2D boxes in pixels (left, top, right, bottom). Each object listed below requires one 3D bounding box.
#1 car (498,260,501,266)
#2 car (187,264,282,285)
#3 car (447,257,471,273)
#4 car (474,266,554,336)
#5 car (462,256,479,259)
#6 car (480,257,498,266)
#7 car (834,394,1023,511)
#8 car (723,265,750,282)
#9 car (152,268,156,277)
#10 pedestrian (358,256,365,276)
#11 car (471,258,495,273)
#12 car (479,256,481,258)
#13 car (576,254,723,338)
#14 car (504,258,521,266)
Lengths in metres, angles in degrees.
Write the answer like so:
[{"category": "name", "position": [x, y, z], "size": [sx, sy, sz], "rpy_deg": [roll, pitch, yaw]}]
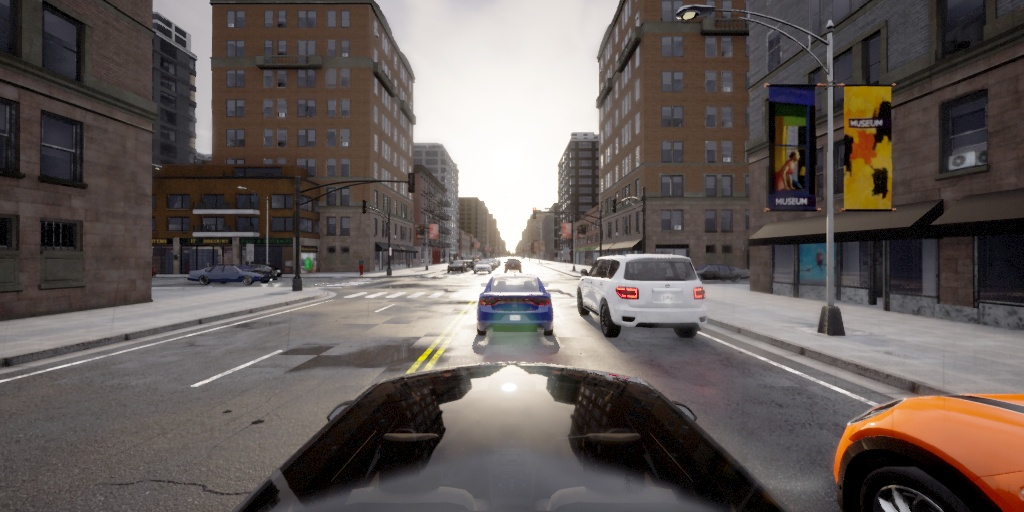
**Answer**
[{"category": "car", "position": [-3.306, 1.270, 60.453], "size": [1.812, 1.442, 4.674], "rpy_deg": [0, 0, 1]}, {"category": "car", "position": [-19.638, 1.291, 25.283], "size": [5.357, 1.411, 2.033], "rpy_deg": [0, 0, 0]}, {"category": "car", "position": [-6.577, 1.226, 43.408], "size": [1.882, 1.535, 5.008], "rpy_deg": [0, 0, 0]}, {"category": "car", "position": [0.085, 1.228, 10.491], "size": [1.882, 1.535, 5.008], "rpy_deg": [0, 0, 0]}, {"category": "car", "position": [-6.575, 0.968, 53.156], "size": [2.150, 2.045, 5.566], "rpy_deg": [0, 0, 0]}, {"category": "car", "position": [-3.326, 1.273, 50.448], "size": [1.812, 1.442, 4.674], "rpy_deg": [0, 0, 0]}, {"category": "car", "position": [3.344, 1.102, 0.641], "size": [2.097, 1.767, 4.553], "rpy_deg": [0, 0, 0]}, {"category": "car", "position": [15.852, 1.337, 28.385], "size": [5.357, 1.411, 2.033], "rpy_deg": [0, 0, 0]}, {"category": "car", "position": [-33.135, 1.344, 30.843], "size": [4.207, 1.307, 1.802], "rpy_deg": [0, 0, 0]}, {"category": "pedestrian", "position": [-14.129, 0.920, 33.615], "size": [0.375, 1.860, 0.375], "rpy_deg": [0, 0, 0]}, {"category": "car", "position": [-3.334, 1.275, 41.356], "size": [1.812, 1.442, 4.674], "rpy_deg": [0, 0, 0]}, {"category": "car", "position": [-6.539, 0.964, 63.576], "size": [2.150, 2.045, 5.566], "rpy_deg": [0, 0, 0]}, {"category": "car", "position": [3.336, 0.972, 10.351], "size": [2.150, 2.045, 5.566], "rpy_deg": [0, 0, 0]}, {"category": "car", "position": [0.122, 1.100, 45.833], "size": [2.097, 1.767, 4.553], "rpy_deg": [0, 0, 0]}]
